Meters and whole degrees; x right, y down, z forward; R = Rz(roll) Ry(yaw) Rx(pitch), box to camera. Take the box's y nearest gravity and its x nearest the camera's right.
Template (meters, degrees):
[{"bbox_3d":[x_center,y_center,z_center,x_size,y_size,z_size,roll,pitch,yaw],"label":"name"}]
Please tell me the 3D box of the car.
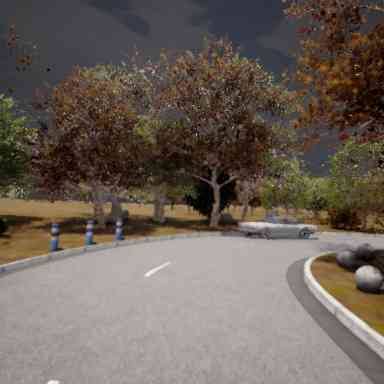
[{"bbox_3d":[5.112,2.121,20.060,4.718,1.301,1.895,3,-2,-24],"label":"car"}]
